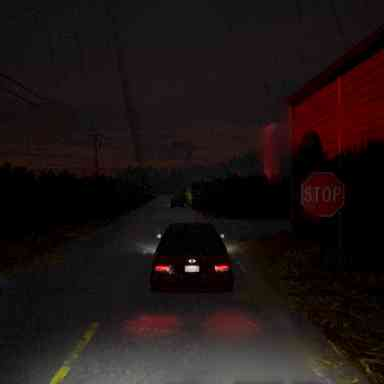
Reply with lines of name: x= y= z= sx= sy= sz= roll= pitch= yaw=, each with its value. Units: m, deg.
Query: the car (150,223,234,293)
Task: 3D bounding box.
car: x=-0.027 y=1.546 z=8.996 sx=2.033 sy=1.411 sz=5.357 roll=0 pitch=0 yaw=-1

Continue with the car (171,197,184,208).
car: x=-2.197 y=1.485 z=48.592 sx=2.128 sy=1.511 sz=4.902 roll=0 pitch=0 yaw=-4
